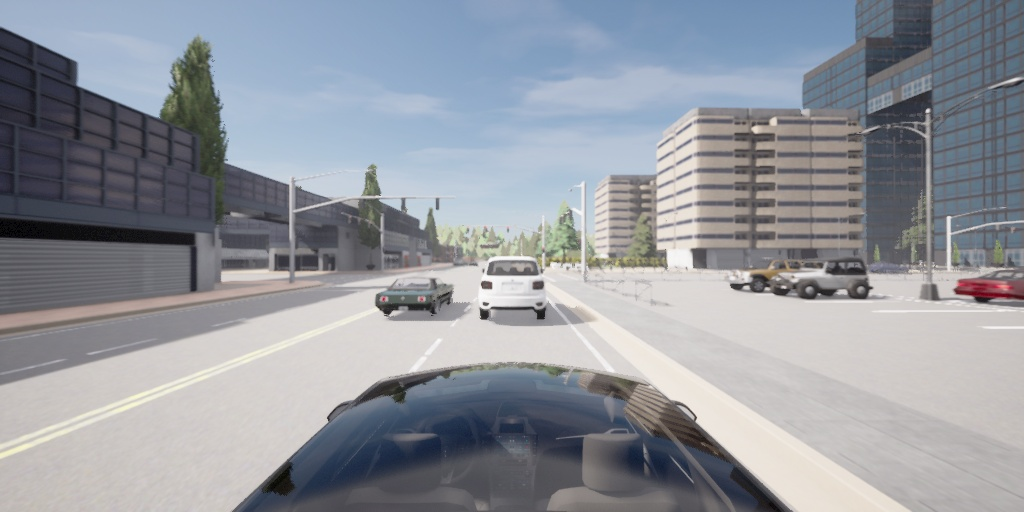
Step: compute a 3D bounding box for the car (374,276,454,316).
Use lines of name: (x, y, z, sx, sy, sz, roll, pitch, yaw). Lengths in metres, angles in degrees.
car: (-3.471, 1.421, 13.725, 1.895, 1.301, 4.718, 0, 0, 0)

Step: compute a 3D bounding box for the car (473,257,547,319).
car: (0.029, 1.040, 13.268, 2.150, 2.045, 5.566, 0, 0, 0)

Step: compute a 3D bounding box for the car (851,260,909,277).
car: (46.509, 1.551, 45.036, 5.357, 1.411, 2.033, 0, 0, -2)
